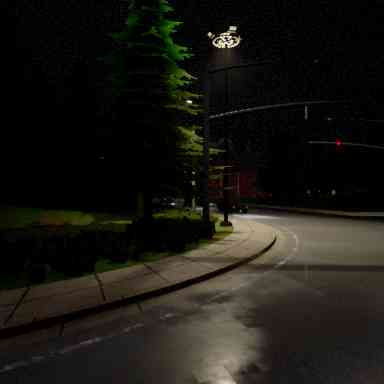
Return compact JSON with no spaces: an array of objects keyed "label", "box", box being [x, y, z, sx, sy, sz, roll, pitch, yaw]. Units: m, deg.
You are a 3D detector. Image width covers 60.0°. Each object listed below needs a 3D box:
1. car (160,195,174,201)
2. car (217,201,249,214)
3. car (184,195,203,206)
[{"label":"car","box":[-5.173,1.415,68.054,2.097,1.767,4.553,0,0,-18]},{"label":"car","box":[4.327,1.601,35.670,1.895,1.301,4.718,0,0,-15]},{"label":"car","box":[0.339,1.218,49.879,2.150,2.045,5.566,0,0,-16]}]
